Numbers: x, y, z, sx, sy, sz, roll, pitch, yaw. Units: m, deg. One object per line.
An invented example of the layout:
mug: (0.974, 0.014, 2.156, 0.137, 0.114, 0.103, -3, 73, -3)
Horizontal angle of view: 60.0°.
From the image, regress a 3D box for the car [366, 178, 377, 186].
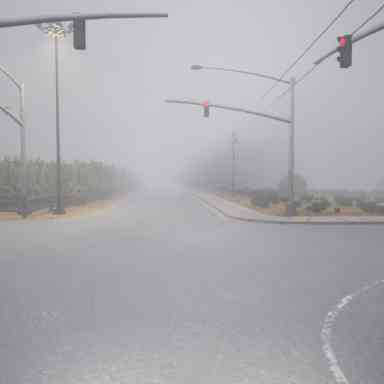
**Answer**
car: (42.113, -2.296, 77.608, 1.905, 1.878, 3.866, 10, 10, 41)
